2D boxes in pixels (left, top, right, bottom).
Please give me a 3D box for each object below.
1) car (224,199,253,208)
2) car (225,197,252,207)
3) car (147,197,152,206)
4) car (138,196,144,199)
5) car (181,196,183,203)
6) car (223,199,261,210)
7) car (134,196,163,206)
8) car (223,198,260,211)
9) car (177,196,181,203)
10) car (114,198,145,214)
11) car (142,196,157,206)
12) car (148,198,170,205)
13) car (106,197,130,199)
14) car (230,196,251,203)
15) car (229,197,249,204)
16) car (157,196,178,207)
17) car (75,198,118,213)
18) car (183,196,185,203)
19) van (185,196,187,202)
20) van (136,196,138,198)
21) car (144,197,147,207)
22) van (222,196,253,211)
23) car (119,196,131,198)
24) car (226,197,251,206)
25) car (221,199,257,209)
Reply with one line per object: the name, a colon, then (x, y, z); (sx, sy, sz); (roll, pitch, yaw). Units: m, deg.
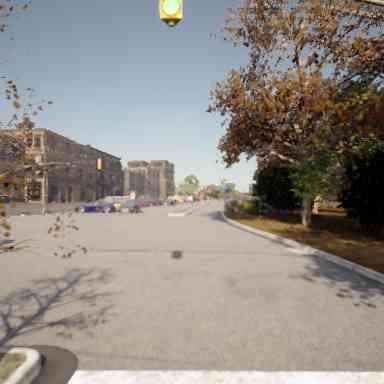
car: (8.276, 1.995, 58.954); (4.674, 1.452, 2.002); (1, -1, -13)
car: (8.606, 1.863, 61.890); (4.553, 1.767, 2.185); (1, -1, -13)
car: (-10.090, 2.039, 59.344); (4.674, 1.452, 2.002); (-1, -1, -14)
car: (-10.760, 1.927, 53.340); (4.892, 1.521, 2.231); (-1, -1, -14)
car: (-5.712, 2.356, 89.230); (5.008, 1.535, 2.097); (-1, -1, -10)
car: (7.496, 1.854, 50.169); (5.366, 1.575, 1.946); (1, -1, -14)
car: (-8.935, 1.855, 68.351); (5.566, 2.045, 2.435); (-1, -1, -13)
car: (6.997, 1.694, 47.170); (4.553, 1.767, 2.185); (1, -1, -14)
car: (-6.203, 2.322, 86.251); (4.892, 1.521, 2.231); (-1, -1, -10)
car: (-7.257, 1.835, 39.111); (1.812, 1.442, 4.674); (0, 0, 4)
car: (-9.349, 2.111, 65.336); (4.674, 1.452, 2.002); (-1, -1, -13)
car: (-7.660, 2.214, 77.302); (5.008, 1.535, 2.097); (-1, -1, -12)
car: (-11.436, 1.811, 44.368); (5.366, 1.575, 1.946); (-1, -1, -15)
car: (13.689, 2.102, 94.118); (5.566, 2.045, 2.435); (1, -1, -10)
car: (12.081, 2.128, 85.331); (4.553, 1.767, 2.185); (1, -1, -10)
car: (-4.680, 2.075, 64.201); (2.128, 1.511, 4.902); (0, 0, 7)
car: (-12.044, 1.817, 41.368); (4.792, 1.488, 2.163); (-1, -1, -16)
car: (-5.361, 2.391, 92.157); (5.366, 1.575, 1.946); (-1, -1, -10)
van: (-4.536, 2.198, 95.188); (4.442, 1.987, 1.878); (-1, -1, -10)
van: (-10.951, 1.662, 50.369); (4.442, 1.987, 1.878); (-1, -1, -15)
car: (-10.424, 2.002, 56.339); (4.674, 1.452, 2.002); (-1, -1, -14)
van: (6.651, 1.559, 44.198); (4.442, 1.987, 1.878); (1, 0, -15)
car: (-11.379, 1.728, 47.322); (4.553, 1.767, 2.185); (-1, -1, -15)
car: (9.434, 1.930, 67.770); (4.553, 1.767, 2.185); (1, 0, -12)
car: (7.443, 1.882, 53.019); (5.366, 1.575, 1.946); (1, 0, -14)
